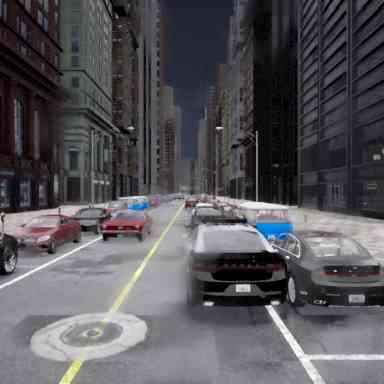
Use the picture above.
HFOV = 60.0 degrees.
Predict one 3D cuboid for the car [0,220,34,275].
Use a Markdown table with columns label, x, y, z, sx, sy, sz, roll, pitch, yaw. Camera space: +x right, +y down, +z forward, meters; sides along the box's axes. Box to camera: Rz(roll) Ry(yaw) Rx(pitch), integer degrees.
| label | x | y | z | sx | sy | sz | roll | pitch | yaw |
| --- | --- | --- | --- | --- | --- | --- | --- | --- | --- |
| car | -5.762 | 1.566 | 7.741 | 1.947 | 1.339 | 4.313 | 0 | 0 | 0 |

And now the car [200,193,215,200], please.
| label | x | y | z | sx | sy | sz | roll | pitch | yaw |
| --- | --- | --- | --- | --- | --- | --- | --- | --- | --- |
| car | 2.775 | 1.348 | 52.846 | 2.192 | 1.841 | 5.009 | 0 | 0 | 0 |

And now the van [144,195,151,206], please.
| label | x | y | z | sx | sy | sz | roll | pitch | yaw |
| --- | --- | --- | --- | --- | --- | --- | --- | --- | --- |
| van | -5.754 | 1.357 | 35.924 | 1.690 | 1.788 | 3.998 | 0 | 0 | 0 |

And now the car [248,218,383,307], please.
| label | x | y | z | sx | sy | sz | roll | pitch | yaw |
| --- | --- | --- | --- | --- | --- | --- | --- | --- | --- |
| car | 2.763 | 1.551 | 7.756 | 2.008 | 1.369 | 4.403 | 0 | 0 | 0 |

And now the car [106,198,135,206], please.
| label | x | y | z | sx | sy | sz | roll | pitch | yaw |
| --- | --- | --- | --- | --- | --- | --- | --- | --- | --- |
| car | -5.757 | 1.448 | 24.652 | 1.967 | 1.590 | 4.097 | 0 | 0 | 0 |

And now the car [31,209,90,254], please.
| label | x | y | z | sx | sy | sz | roll | pitch | yaw |
| --- | --- | --- | --- | --- | --- | --- | --- | --- | --- |
| car | -5.760 | 1.584 | 13.378 | 1.802 | 1.307 | 4.206 | 0 | 0 | 0 |

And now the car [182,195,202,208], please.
| label | x | y | z | sx | sy | sz | roll | pitch | yaw |
| --- | --- | --- | --- | --- | --- | --- | --- | --- | --- |
| car | 0.025 | 1.503 | 45.693 | 1.882 | 1.535 | 5.008 | 0 | 0 | 0 |

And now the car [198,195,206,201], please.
| label | x | y | z | sx | sy | sz | roll | pitch | yaw |
| --- | --- | --- | --- | --- | --- | --- | --- | --- | --- |
| car | 2.786 | 1.534 | 92.300 | 1.967 | 1.590 | 4.097 | 0 | 0 | 0 |

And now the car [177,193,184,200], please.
| label | x | y | z | sx | sy | sz | roll | pitch | yaw |
| --- | --- | --- | --- | --- | --- | --- | --- | --- | --- |
| car | -2.973 | 1.696 | 93.009 | 1.895 | 1.301 | 4.718 | 0 | 0 | 0 |

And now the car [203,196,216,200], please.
| label | x | y | z | sx | sy | sz | roll | pitch | yaw |
| --- | --- | --- | --- | --- | --- | --- | --- | --- | --- |
| car | 2.773 | 1.566 | 41.573 | 1.887 | 1.381 | 4.507 | 0 | 0 | 0 |

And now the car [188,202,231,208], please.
| label | x | y | z | sx | sy | sz | roll | pitch | yaw |
| --- | --- | --- | --- | --- | --- | --- | --- | --- | --- |
| car | 0.843 | 1.510 | 18.142 | 1.837 | 1.490 | 4.892 | 0 | 0 | 0 |

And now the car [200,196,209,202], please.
| label | x | y | z | sx | sy | sz | roll | pitch | yaw |
| --- | --- | --- | --- | --- | --- | --- | --- | --- | --- |
| car | 2.782 | 1.591 | 75.561 | 1.752 | 1.417 | 4.829 | 0 | 0 | 0 |

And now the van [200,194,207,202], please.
| label | x | y | z | sx | sy | sz | roll | pitch | yaw |
| --- | --- | --- | --- | --- | --- | --- | --- | --- | --- |
| van | 2.783 | 1.415 | 81.027 | 1.690 | 1.788 | 3.998 | 0 | 0 | 0 |

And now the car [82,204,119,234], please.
| label | x | y | z | sx | sy | sz | roll | pitch | yaw |
| --- | --- | --- | --- | --- | --- | --- | --- | --- | --- |
| car | -5.759 | 1.570 | 19.015 | 1.947 | 1.339 | 4.313 | 0 | 0 | 0 |

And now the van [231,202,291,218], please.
| label | x | y | z | sx | sy | sz | roll | pitch | yaw |
| --- | --- | --- | --- | --- | --- | --- | --- | --- | --- |
| van | 2.765 | 1.343 | 13.392 | 1.690 | 1.788 | 3.998 | 0 | 0 | 0 |

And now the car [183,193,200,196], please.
| label | x | y | z | sx | sy | sz | roll | pitch | yaw |
| --- | --- | --- | --- | --- | --- | --- | --- | --- | --- |
| car | 0.017 | 1.393 | 59.187 | 2.097 | 1.767 | 4.553 | 0 | 0 | 0 |

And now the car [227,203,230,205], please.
| label | x | y | z | sx | sy | sz | roll | pitch | yaw |
| --- | --- | --- | --- | --- | --- | --- | --- | --- | --- |
| car | 2.766 | 1.555 | 19.029 | 2.008 | 1.369 | 4.403 | 0 | 0 | 0 |

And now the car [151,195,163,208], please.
| label | x | y | z | sx | sy | sz | roll | pitch | yaw |
| --- | --- | --- | --- | --- | --- | --- | --- | --- | --- |
| car | -5.751 | 1.342 | 47.197 | 2.192 | 1.841 | 5.009 | 0 | 0 | 0 |

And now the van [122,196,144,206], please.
| label | x | y | z | sx | sy | sz | roll | pitch | yaw |
| --- | --- | --- | --- | --- | --- | --- | --- | --- | --- |
| van | -5.756 | 1.353 | 30.288 | 1.690 | 1.788 | 3.998 | 0 | 0 | 0 |

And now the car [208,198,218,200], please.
| label | x | y | z | sx | sy | sz | roll | pitch | yaw |
| --- | --- | --- | --- | --- | --- | --- | --- | --- | --- |
| car | 2.769 | 1.562 | 30.301 | 2.008 | 1.369 | 4.403 | 0 | 0 | 0 |

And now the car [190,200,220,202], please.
| label | x | y | z | sx | sy | sz | roll | pitch | yaw |
| --- | --- | --- | --- | --- | --- | --- | --- | --- | --- |
| car | 0.907 | 1.533 | 24.142 | 1.812 | 1.442 | 4.674 | 0 | 0 | 0 |

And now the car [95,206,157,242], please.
| label | x | y | z | sx | sy | sz | roll | pitch | yaw |
| --- | --- | --- | --- | --- | --- | --- | --- | --- | --- |
| car | -3.095 | 1.604 | 16.621 | 1.895 | 1.301 | 4.718 | 0 | 0 | 0 |

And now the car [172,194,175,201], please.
| label | x | y | z | sx | sy | sz | roll | pitch | yaw |
| --- | --- | --- | --- | --- | --- | --- | --- | --- | --- |
| car | -5.742 | 1.640 | 81.017 | 1.947 | 1.339 | 4.313 | 0 | 0 | 0 |

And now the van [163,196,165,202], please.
| label | x | y | z | sx | sy | sz | roll | pitch | yaw |
| --- | --- | --- | --- | --- | --- | --- | --- | --- | --- |
| van | -5.750 | 1.374 | 52.833 | 1.690 | 1.788 | 3.998 | 0 | 0 | 0 |

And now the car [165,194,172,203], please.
| label | x | y | z | sx | sy | sz | roll | pitch | yaw |
| --- | --- | --- | --- | --- | --- | --- | --- | --- | --- |
| car | -5.745 | 1.601 | 69.744 | 1.887 | 1.381 | 4.507 | 0 | 0 | 0 |

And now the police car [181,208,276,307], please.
| label | x | y | z | sx | sy | sz | roll | pitch | yaw |
| --- | --- | --- | --- | --- | --- | --- | --- | --- | --- |
| police car | 0.779 | 1.427 | 8.225 | 1.930 | 1.638 | 5.238 | 0 | 0 | -2 |

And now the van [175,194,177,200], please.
| label | x | y | z | sx | sy | sz | roll | pitch | yaw |
| --- | --- | --- | --- | --- | --- | --- | --- | --- | --- |
| van | -5.739 | 1.435 | 92.291 | 1.690 | 1.788 | 3.998 | 0 | 0 | 0 |
